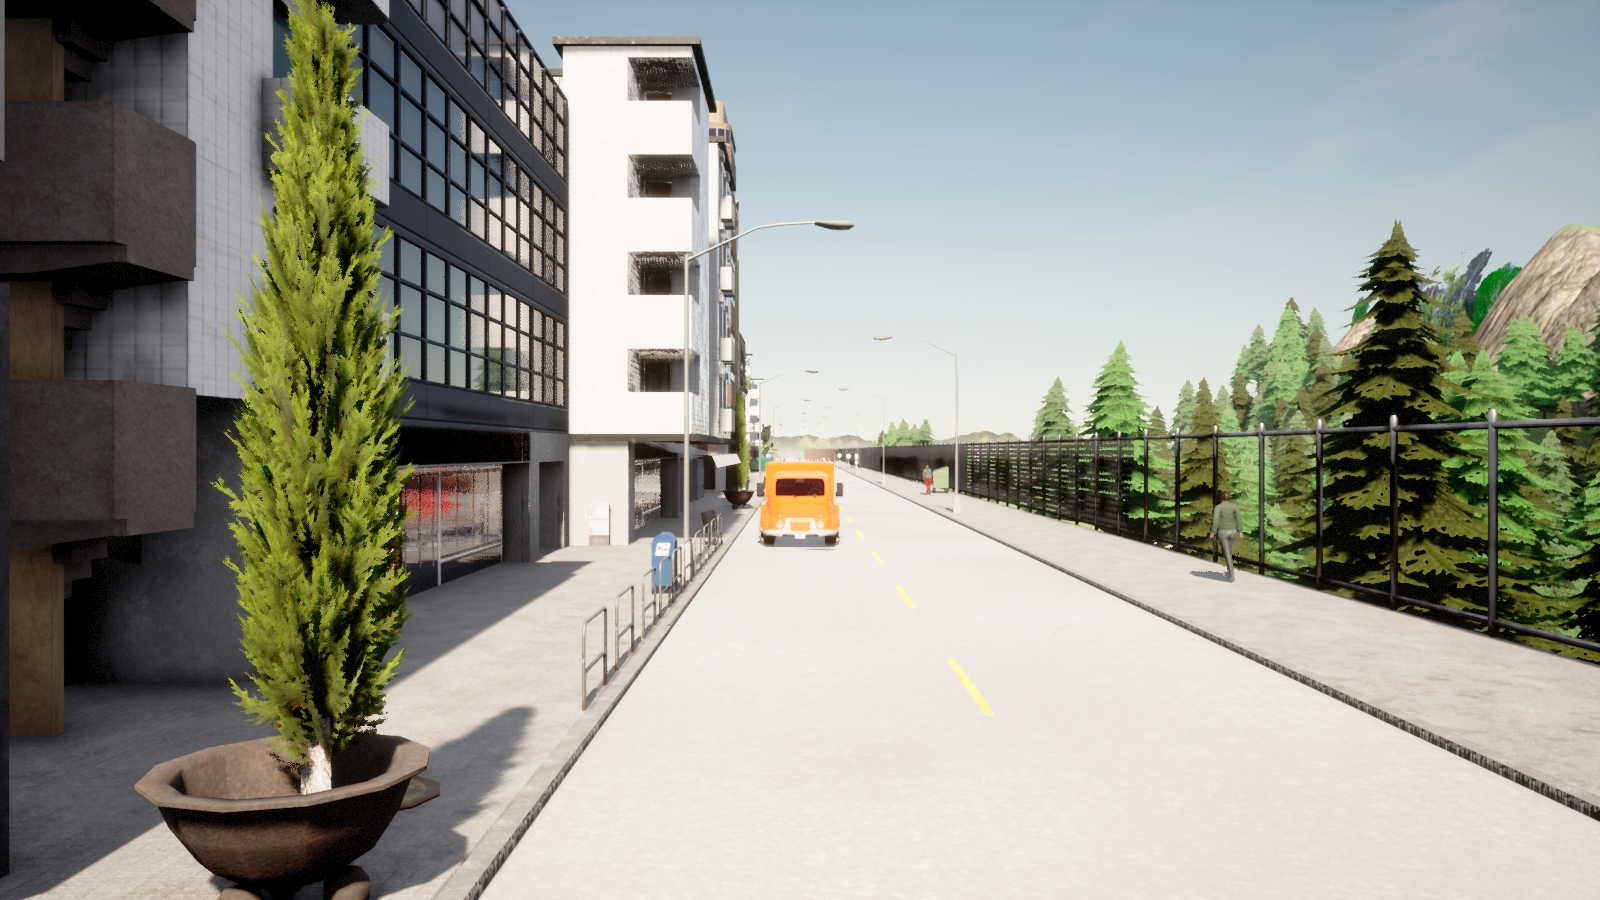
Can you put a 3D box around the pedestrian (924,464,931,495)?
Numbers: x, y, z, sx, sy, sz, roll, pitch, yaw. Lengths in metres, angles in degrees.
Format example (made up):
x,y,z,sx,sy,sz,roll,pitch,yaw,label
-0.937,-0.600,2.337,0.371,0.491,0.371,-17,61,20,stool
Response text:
x,y,z,sx,sy,sz,roll,pitch,yaw,label
7.667,1.771,68.530,0.375,1.860,0.375,0,0,0,pedestrian

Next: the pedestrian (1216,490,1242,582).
x,y,z,sx,sy,sz,roll,pitch,yaw,label
8.809,1.754,23.454,0.375,1.860,0.375,0,0,-3,pedestrian

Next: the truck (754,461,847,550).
x,y,z,sx,sy,sz,roll,pitch,yaw,label
-0.003,1.582,34.881,2.627,2.467,5.204,0,0,0,truck
